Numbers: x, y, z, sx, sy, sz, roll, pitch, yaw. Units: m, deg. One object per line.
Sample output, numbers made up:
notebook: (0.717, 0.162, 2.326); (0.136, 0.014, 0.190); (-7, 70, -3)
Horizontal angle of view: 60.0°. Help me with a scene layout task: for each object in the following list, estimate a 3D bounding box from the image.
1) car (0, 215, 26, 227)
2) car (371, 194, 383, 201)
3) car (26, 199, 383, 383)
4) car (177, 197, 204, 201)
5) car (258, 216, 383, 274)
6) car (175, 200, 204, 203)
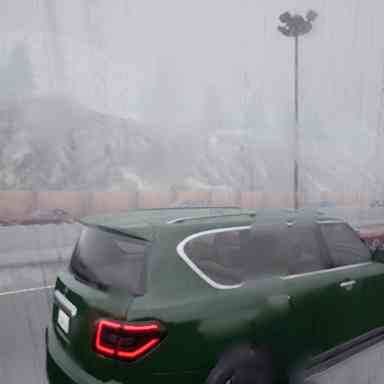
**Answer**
car: (-8.698, 1.605, 19.285); (4.718, 1.301, 1.895); (0, 0, -36)
car: (25.653, 1.283, 43.659); (5.566, 2.045, 2.150); (0, 0, -34)
car: (1.049, 1.226, 4.494); (5.566, 2.045, 2.150); (0, 0, -36)
car: (-0.664, 1.372, 29.315); (4.553, 1.767, 2.097); (0, 0, -35)
car: (4.610, 1.614, 11.327); (4.718, 1.301, 1.895); (0, 0, -35)
car: (-0.067, 1.507, 21.142); (4.902, 1.511, 2.128); (0, 0, -35)
